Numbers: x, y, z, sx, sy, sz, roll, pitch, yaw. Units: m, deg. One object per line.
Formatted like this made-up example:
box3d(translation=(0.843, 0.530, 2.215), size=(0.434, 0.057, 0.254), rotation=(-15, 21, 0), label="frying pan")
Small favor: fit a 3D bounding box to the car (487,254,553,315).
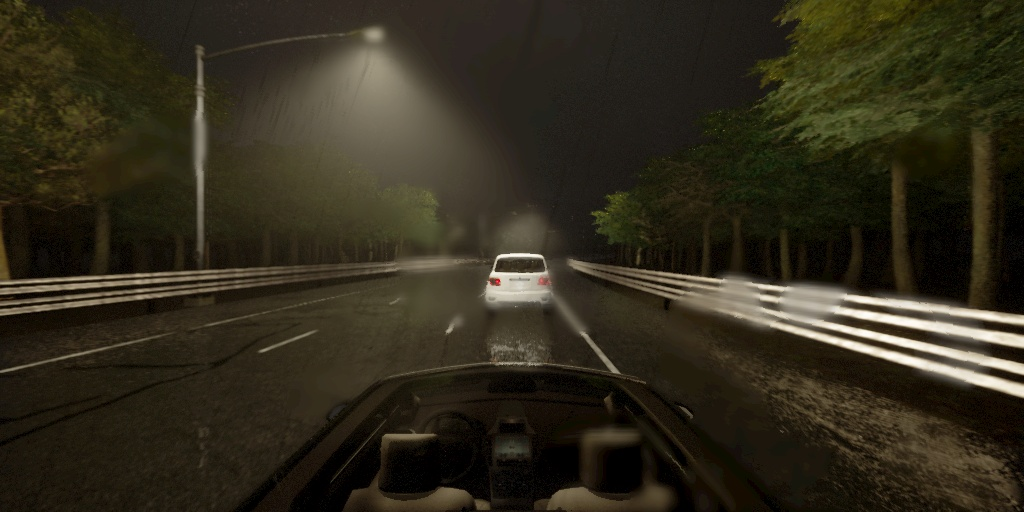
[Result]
box3d(translation=(0.323, 0.950, 13.542), size=(2.150, 2.045, 5.566), rotation=(0, 0, 2), label="car")
